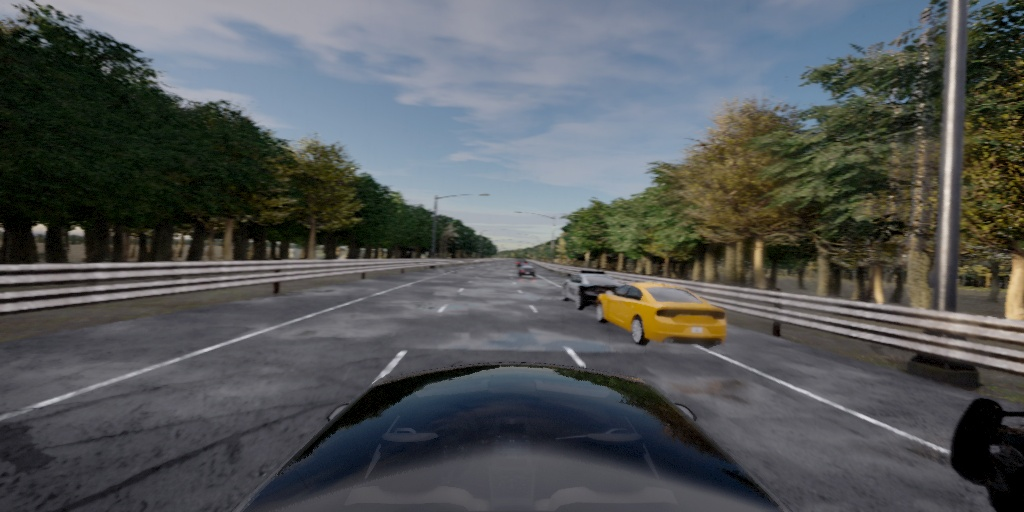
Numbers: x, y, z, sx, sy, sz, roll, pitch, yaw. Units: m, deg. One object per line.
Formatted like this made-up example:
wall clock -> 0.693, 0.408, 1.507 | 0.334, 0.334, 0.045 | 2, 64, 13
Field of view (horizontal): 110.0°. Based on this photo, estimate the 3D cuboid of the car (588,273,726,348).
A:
car -> 3.949, 1.500, 10.424 | 1.882, 1.535, 5.008 | 3, 0, -4

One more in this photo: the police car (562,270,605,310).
police car -> 3.584, 1.471, 16.430 | 1.930, 1.638, 5.238 | 3, 0, -3

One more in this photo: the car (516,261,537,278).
car -> 1.676, 1.649, 41.028 | 1.812, 1.442, 4.674 | 3, 0, 0

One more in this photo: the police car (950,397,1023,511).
police car -> 4.667, 1.416, 0.714 | 1.930, 1.638, 5.238 | 3, 0, -5
